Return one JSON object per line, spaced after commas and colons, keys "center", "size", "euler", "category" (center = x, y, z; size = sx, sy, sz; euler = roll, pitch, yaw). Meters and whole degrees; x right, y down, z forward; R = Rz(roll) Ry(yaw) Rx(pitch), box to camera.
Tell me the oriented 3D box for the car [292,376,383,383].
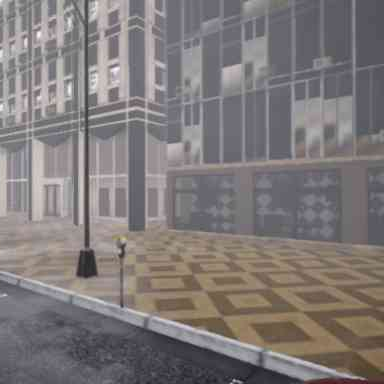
{"center": [2.165, 1.591, 1.187], "size": [4.206, 1.307, 1.802], "euler": [0, 0, 35], "category": "car"}
